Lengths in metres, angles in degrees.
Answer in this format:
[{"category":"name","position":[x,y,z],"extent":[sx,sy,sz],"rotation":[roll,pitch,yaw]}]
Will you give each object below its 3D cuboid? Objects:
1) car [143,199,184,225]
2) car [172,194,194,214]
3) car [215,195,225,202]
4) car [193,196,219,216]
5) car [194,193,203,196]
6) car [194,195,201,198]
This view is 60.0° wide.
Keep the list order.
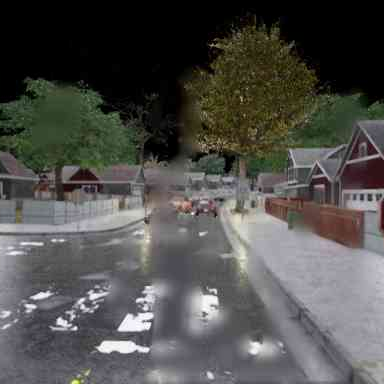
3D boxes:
[{"category":"car","position":[-2.078,1.483,24.145],"extent":[2.033,1.411,5.357],"rotation":[0,0,5]},{"category":"car","position":[-1.292,1.212,34.015],"extent":[2.097,1.767,4.553],"rotation":[0,1,5]},{"category":"car","position":[5.303,1.179,64.104],"extent":[1.895,1.301,4.718],"rotation":[0,1,9]},{"category":"car","position":[1.427,1.405,31.447],"extent":[1.812,1.442,4.674],"rotation":[0,0,4]},{"category":"car","position":[0.860,1.044,53.642],"extent":[2.097,1.767,4.553],"rotation":[0,1,8]},{"category":"car","position":[-0.358,1.380,43.755],"extent":[1.895,1.301,4.718],"rotation":[0,0,6]}]
